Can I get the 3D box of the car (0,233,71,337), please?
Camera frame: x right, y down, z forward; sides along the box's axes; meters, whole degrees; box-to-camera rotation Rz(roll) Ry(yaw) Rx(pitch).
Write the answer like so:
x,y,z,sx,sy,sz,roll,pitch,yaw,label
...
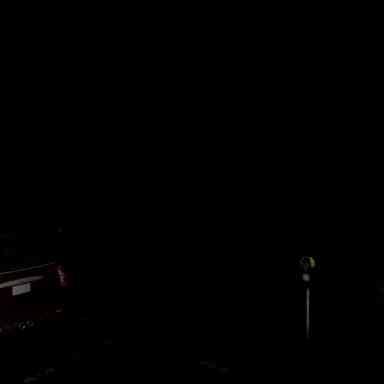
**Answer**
x,y,z,sx,sy,sz,roll,pitch,yaw,label
-4.064,1.440,5.975,4.097,1.590,1.967,0,0,36,car
